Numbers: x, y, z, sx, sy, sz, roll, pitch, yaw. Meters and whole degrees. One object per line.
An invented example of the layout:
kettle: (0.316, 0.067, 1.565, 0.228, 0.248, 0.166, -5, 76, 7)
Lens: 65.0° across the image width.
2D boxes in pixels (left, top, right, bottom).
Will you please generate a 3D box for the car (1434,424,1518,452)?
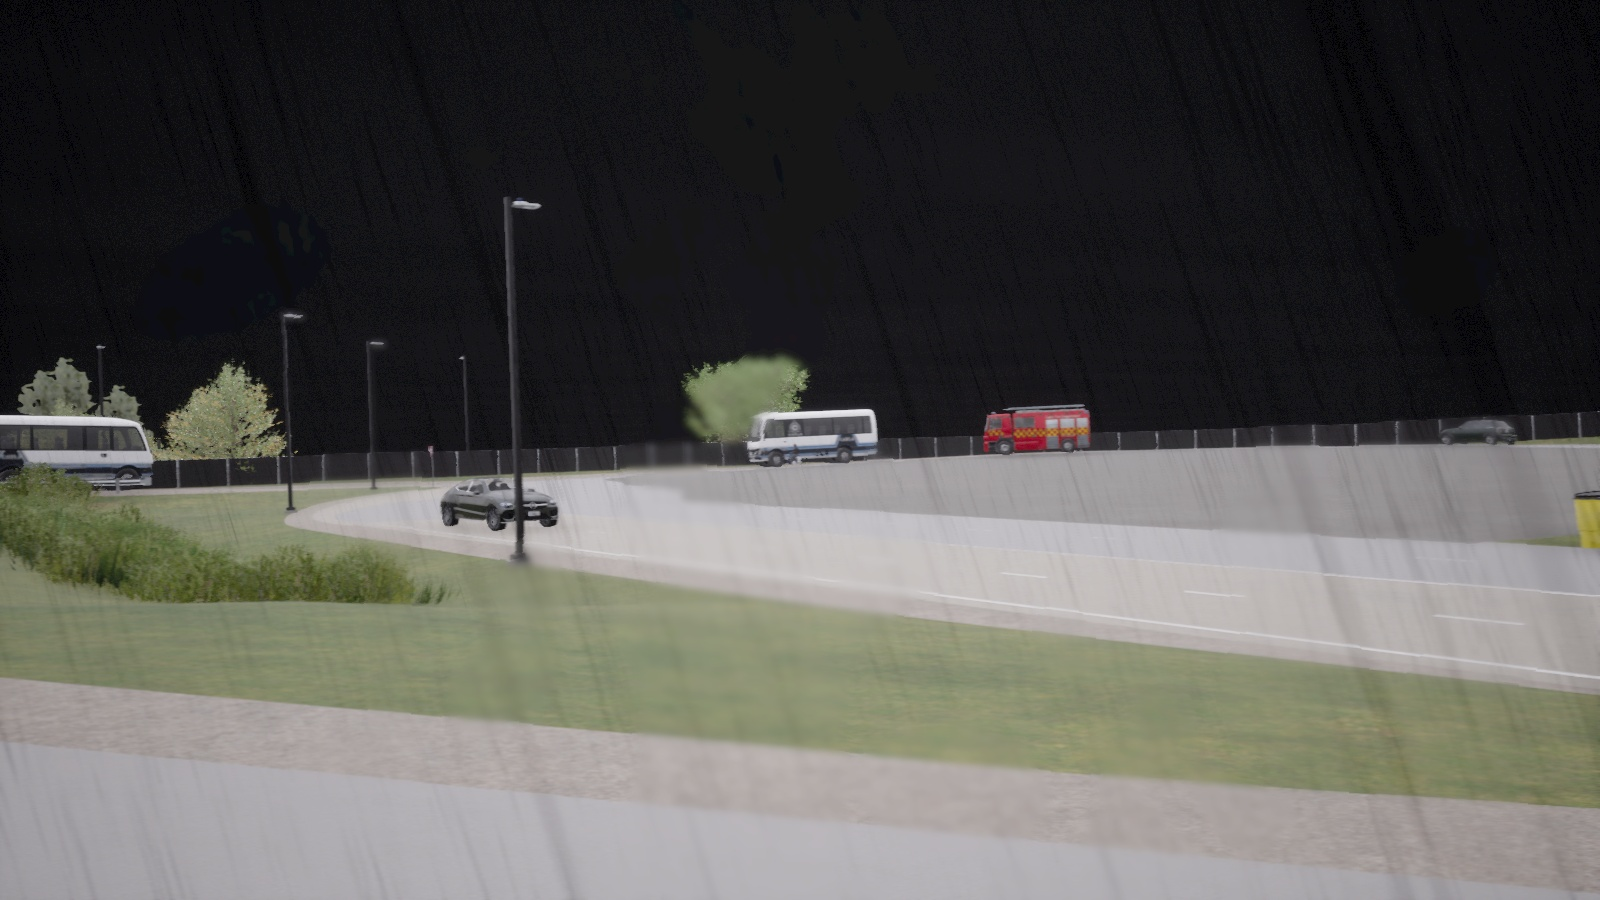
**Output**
car: (45.691, -0.810, 84.986, 2.097, 1.767, 4.553, -2, 1, -31)

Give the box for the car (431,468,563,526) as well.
car: (-10.030, 1.485, 41.327, 2.152, 1.651, 5.027, -2, 1, -41)

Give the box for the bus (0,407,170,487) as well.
bus: (-41.534, -0.072, 70.517, 10.273, 4.253, 3.944, 1, -2, -43)

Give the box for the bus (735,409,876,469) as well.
bus: (0.419, -0.889, 99.245, 10.273, 4.253, 3.944, -3, 0, -18)
